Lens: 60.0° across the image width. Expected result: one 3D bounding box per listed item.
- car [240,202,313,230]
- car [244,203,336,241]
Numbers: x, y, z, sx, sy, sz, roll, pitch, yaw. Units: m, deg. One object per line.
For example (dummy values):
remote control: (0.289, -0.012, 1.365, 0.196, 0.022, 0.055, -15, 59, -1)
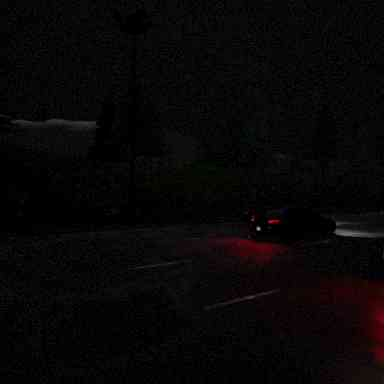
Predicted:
car: (5.146, 1.356, 20.065, 4.181, 1.385, 1.994, 0, 1, -35)
car: (4.753, 1.371, 15.542, 4.674, 1.442, 1.812, 0, 1, -35)
